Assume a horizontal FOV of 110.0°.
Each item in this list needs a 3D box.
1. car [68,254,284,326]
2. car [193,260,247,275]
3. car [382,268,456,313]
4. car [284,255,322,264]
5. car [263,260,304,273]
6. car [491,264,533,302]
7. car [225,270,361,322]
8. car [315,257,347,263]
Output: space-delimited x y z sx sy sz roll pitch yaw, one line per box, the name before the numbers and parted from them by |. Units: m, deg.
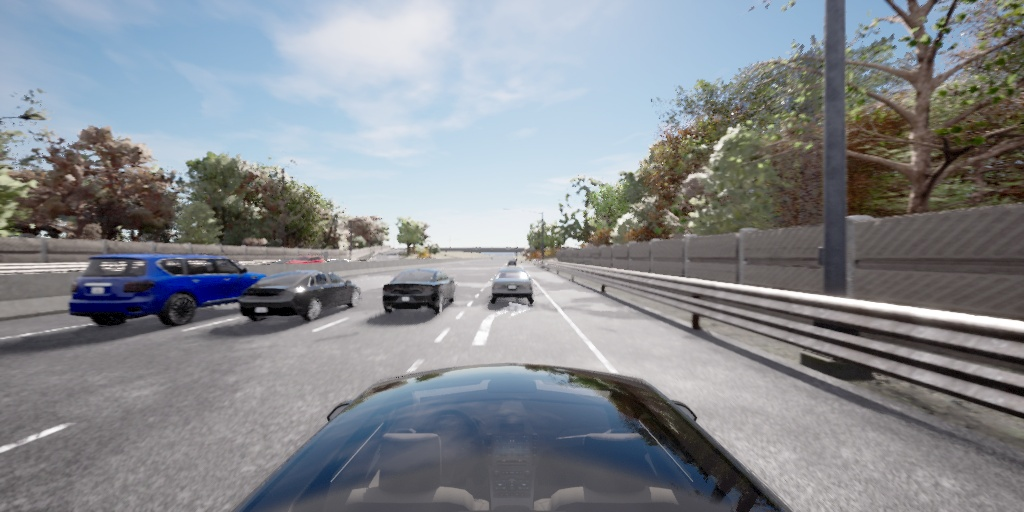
car | -10.395 0.956 11.681 2.150 2.045 5.566 0 0 0
car | -31.539 1.225 38.979 1.837 1.490 4.892 0 0 1
car | -3.391 1.214 13.901 1.882 1.535 5.008 0 0 0
car | -24.537 0.948 42.732 2.150 2.045 5.566 0 0 1
car | -28.031 1.231 44.212 1.837 1.490 4.892 0 0 1
car | 0.009 1.284 16.752 2.033 1.411 5.357 0 0 0
car | -6.895 1.241 12.284 1.837 1.490 4.892 0 0 0
car | -21.038 1.234 42.975 1.837 1.490 4.892 0 0 0
